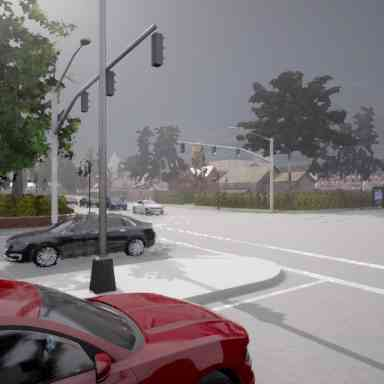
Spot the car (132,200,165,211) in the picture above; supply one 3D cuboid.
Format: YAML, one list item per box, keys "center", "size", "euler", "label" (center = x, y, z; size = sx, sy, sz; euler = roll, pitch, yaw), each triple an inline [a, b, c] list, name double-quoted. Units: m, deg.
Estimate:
- center: [-4.613, 1.526, 34.387]
  size: [1.812, 1.442, 4.674]
  euler: [0, 0, -35]
  label: "car"

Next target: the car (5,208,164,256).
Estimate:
- center: [-3.566, 1.505, 11.303]
  size: [4.892, 1.490, 1.837]
  euler: [0, 0, -35]
  label: "car"

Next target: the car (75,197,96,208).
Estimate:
- center: [-15.214, 1.505, 49.045]
  size: [1.837, 1.490, 4.892]
  euler: [0, 0, -36]
  label: "car"

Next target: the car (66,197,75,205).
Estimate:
- center: [-21.012, 1.564, 57.108]
  size: [1.994, 1.385, 4.181]
  euler: [0, 0, -34]
  label: "car"

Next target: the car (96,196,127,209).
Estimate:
- center: [-9.820, 1.352, 41.591]
  size: [2.097, 1.767, 4.553]
  euler: [0, 0, -36]
  label: "car"

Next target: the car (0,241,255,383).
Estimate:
- center: [-1.684, 1.478, 2.567]
  size: [5.008, 1.535, 1.882]
  euler: [0, 0, -35]
  label: "car"
